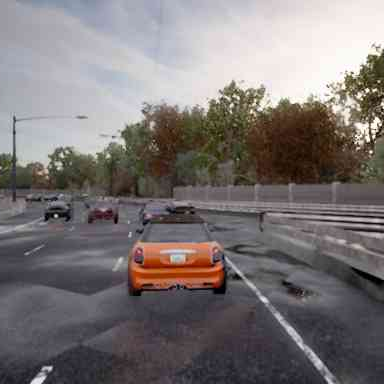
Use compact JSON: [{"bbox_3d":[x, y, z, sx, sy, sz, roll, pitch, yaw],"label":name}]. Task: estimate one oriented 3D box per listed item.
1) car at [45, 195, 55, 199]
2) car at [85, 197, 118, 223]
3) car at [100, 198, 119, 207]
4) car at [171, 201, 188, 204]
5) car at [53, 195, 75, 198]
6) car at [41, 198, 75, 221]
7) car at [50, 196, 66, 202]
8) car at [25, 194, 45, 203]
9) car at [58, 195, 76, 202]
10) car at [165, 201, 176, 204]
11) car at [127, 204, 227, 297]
[{"bbox_3d":[-30.380,1.401,71.394,1.837,1.490,4.892,0,0,-43],"label":"car"},{"bbox_3d":[-6.859,1.366,25.911,2.097,1.767,4.553,0,0,-13],"label":"car"},{"bbox_3d":[-12.797,1.593,51.441,1.994,1.385,4.181,0,0,-28],"label":"car"},{"bbox_3d":[-1.427,1.480,28.211,1.882,1.535,5.008,0,0,-23],"label":"car"},{"bbox_3d":[-16.831,1.518,43.807,2.128,1.511,4.902,0,0,-24],"label":"car"},{"bbox_3d":[-10.800,1.520,27.199,1.837,1.490,4.892,0,0,-15],"label":"car"},{"bbox_3d":[-31.247,1.572,77.542,4.674,1.442,1.812,0,0,44],"label":"car"},{"bbox_3d":[-33.000,1.257,69.075,2.097,1.767,4.553,0,0,-43],"label":"car"},{"bbox_3d":[-27.739,1.440,73.692,2.033,1.411,5.357,0,0,-43],"label":"car"},{"bbox_3d":[-2.775,1.560,23.844,2.033,1.411,5.357,0,0,-13],"label":"car"},{"bbox_3d":[-0.430,1.356,8.828,2.097,1.767,4.553,0,0,-4],"label":"car"}]
